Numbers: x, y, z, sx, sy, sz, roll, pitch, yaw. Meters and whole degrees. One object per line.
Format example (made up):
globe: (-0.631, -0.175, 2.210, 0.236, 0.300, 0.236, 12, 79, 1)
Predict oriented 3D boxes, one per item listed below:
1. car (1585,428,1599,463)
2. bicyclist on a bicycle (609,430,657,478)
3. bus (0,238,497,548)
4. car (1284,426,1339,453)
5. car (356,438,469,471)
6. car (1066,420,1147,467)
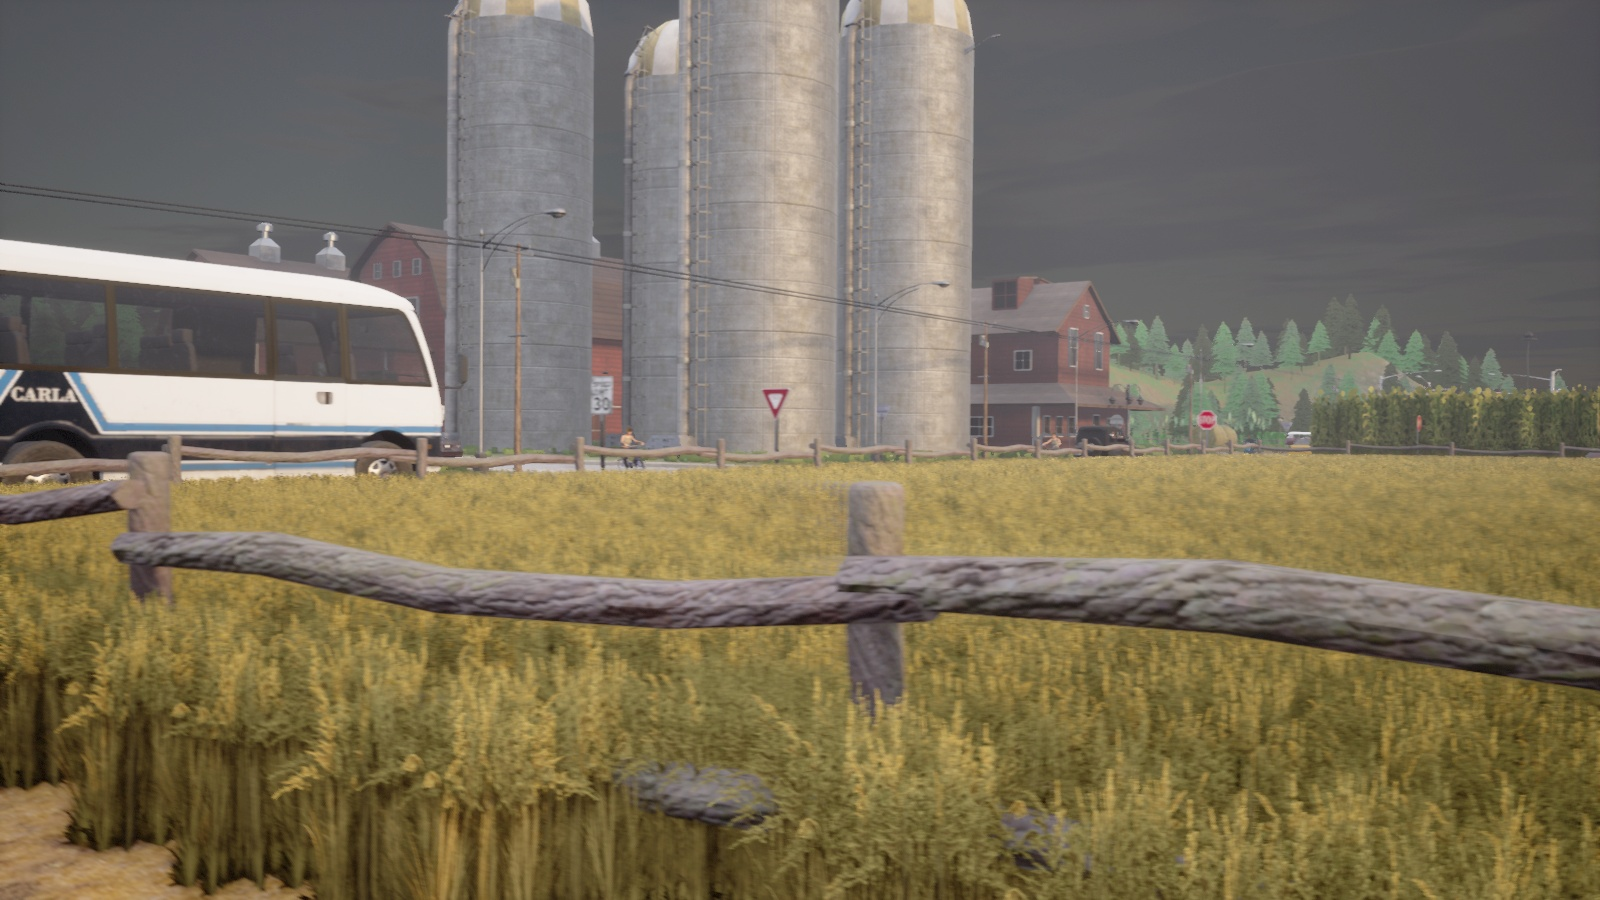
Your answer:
car: (34.080, -0.204, 50.425, 4.181, 1.385, 1.994, 0, 1, 37)
bicyclist on a bicycle: (-5.818, 0.126, 43.627, 1.509, 1.612, 0.866, 0, 2, 45)
bus: (-10.503, -0.839, 21.202, 3.944, 4.253, 10.273, 0, 1, 37)
car: (31.559, -0.671, 77.363, 1.801, 1.575, 5.366, 0, 1, 37)
car: (-17.524, 0.166, 56.689, 5.357, 1.411, 2.033, 0, 1, 36)
car: (12.826, -0.303, 52.372, 1.905, 1.878, 3.866, 0, 1, 37)
